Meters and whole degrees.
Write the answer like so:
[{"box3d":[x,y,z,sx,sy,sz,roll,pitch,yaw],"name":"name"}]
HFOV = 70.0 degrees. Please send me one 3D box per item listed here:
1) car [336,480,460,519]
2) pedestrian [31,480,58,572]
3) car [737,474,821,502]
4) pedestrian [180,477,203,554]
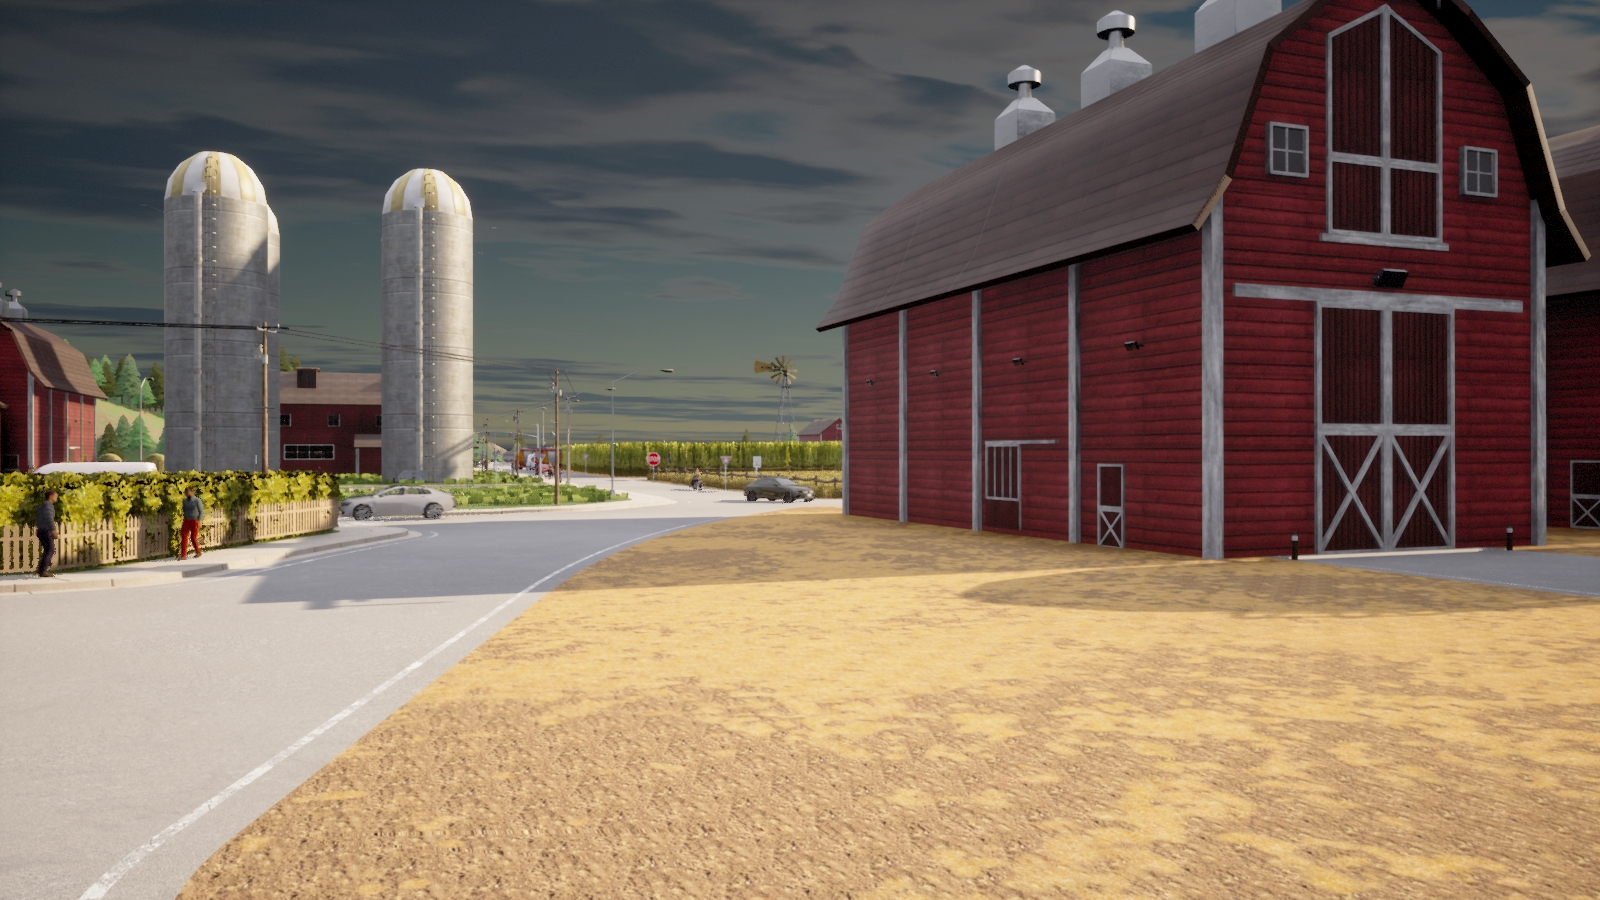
[{"box3d":[-17.453,2.127,49.584,4.902,1.511,2.128,0,0,-24],"name":"car"},{"box3d":[-15.487,1.551,23.423,0.375,1.860,0.375,0,0,42],"name":"pedestrian"},{"box3d":[-1.223,2.137,65.442,4.674,1.442,2.002,0,0,41],"name":"car"},{"box3d":[-14.885,1.602,27.950,0.375,1.860,0.375,0,0,2],"name":"pedestrian"}]
